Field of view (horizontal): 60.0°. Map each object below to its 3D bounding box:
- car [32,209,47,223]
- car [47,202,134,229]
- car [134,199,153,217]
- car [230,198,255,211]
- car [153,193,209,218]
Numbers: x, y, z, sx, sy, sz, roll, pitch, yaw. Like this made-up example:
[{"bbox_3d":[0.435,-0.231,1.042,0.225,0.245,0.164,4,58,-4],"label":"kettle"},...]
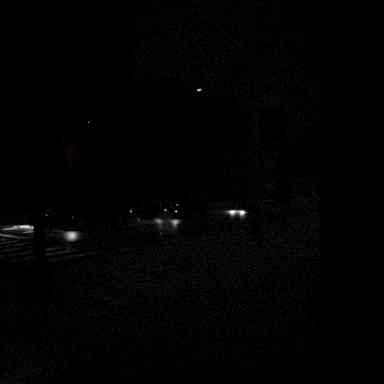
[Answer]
[{"bbox_3d":[-8.940,1.511,23.388,1.994,1.385,4.181,0,0,35],"label":"car"},{"bbox_3d":[-6.337,1.419,21.452,1.882,1.535,5.008,0,0,34],"label":"car"},{"bbox_3d":[-3.825,1.402,30.608,2.128,1.511,4.902,0,0,35],"label":"car"},{"bbox_3d":[6.171,1.414,39.084,1.994,1.385,4.181,0,0,35],"label":"car"},{"bbox_3d":[-0.592,1.121,29.559,2.150,2.045,5.566,0,0,35],"label":"car"}]
